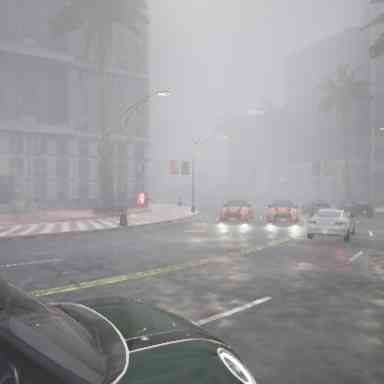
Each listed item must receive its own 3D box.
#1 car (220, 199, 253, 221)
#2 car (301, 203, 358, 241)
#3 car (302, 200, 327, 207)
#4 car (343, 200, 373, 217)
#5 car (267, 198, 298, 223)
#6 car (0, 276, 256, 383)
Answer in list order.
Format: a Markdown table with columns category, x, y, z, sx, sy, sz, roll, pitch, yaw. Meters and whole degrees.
| category | x | y | z | sx | sy | sz | roll | pitch | yaw |
| --- | --- | --- | --- | --- | --- | --- | --- | --- | --- |
| car | 3.650 | 1.384 | 26.546 | 2.097 | 1.767 | 4.553 | 0 | 0 | 16 |
| car | 7.011 | 1.523 | 16.688 | 1.812 | 1.442 | 4.674 | 0 | 0 | 30 |
| car | 11.719 | 1.476 | 31.564 | 2.128 | 1.511 | 4.902 | 0 | 0 | 6 |
| car | 15.198 | 1.499 | 31.184 | 1.837 | 1.490 | 4.892 | 0 | 0 | 6 |
| car | 7.008 | 1.387 | 25.560 | 2.097 | 1.767 | 4.553 | 0 | 0 | 16 |
| car | -1.643 | 1.349 | 2.107 | 4.553 | 1.767 | 2.097 | 0 | 0 | -35 |
